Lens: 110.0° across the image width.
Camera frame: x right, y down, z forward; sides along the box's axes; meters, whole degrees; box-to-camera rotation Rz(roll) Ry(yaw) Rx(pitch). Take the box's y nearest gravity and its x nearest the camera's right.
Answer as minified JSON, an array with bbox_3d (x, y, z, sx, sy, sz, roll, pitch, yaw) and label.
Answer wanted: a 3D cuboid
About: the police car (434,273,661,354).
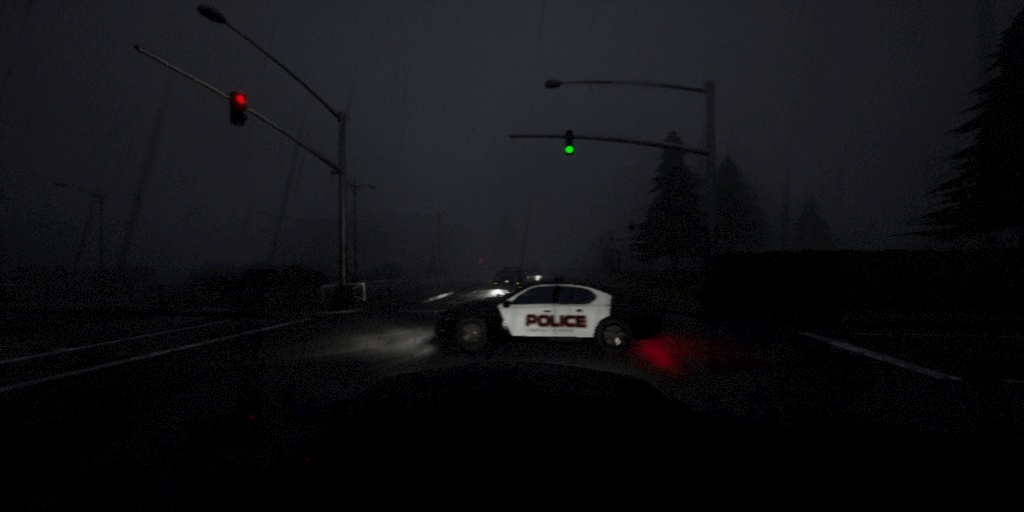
[{"bbox_3d":[0.729,1.289,8.474,4.974,1.542,2.038,-1,0,8],"label":"police car"}]

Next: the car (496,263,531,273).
[{"bbox_3d":[-0.065,1.445,24.886,1.994,1.385,4.181,-1,0,8],"label":"car"}]

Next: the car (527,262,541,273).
[{"bbox_3d":[2.382,1.430,42.424,1.882,1.535,5.008,-1,0,8],"label":"car"}]
